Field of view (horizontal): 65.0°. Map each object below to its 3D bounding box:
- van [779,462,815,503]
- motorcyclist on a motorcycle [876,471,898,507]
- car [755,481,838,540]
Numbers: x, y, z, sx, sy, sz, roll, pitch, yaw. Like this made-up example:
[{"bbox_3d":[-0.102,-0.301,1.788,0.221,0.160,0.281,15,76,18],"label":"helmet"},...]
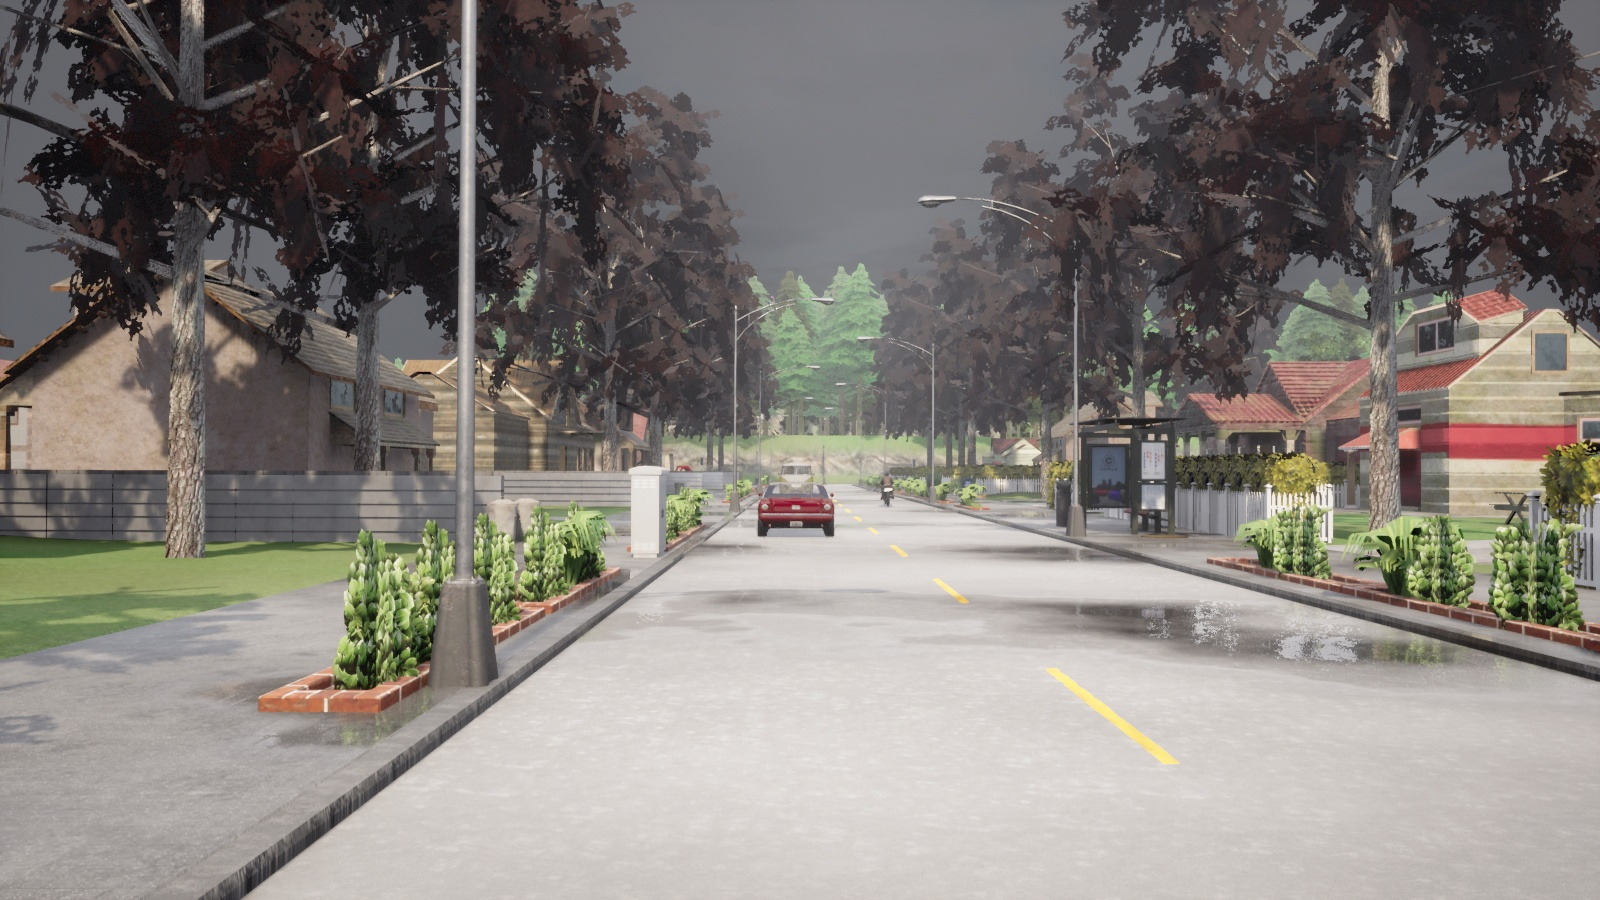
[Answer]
[{"bbox_3d":[-0.176,1.648,64.456,1.775,1.987,4.442,0,-1,0],"label":"van"},{"bbox_3d":[3.849,1.713,55.644,0.797,1.523,2.044,0,-1,0],"label":"motorcyclist on a motorcycle"},{"bbox_3d":[-0.084,1.437,31.148,1.895,1.301,4.718,0,-1,0],"label":"car"}]
